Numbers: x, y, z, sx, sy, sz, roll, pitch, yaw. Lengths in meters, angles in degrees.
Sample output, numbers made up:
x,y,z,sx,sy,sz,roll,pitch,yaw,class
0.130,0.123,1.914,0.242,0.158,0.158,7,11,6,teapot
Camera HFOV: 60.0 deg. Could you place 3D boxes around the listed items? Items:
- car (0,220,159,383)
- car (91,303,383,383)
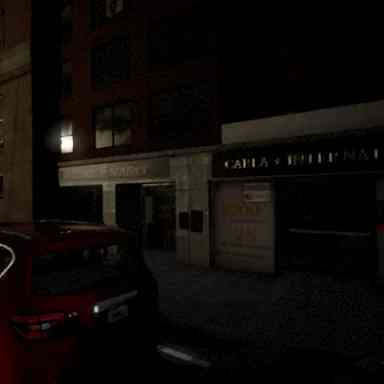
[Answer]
x,y,z,sx,sy,sz,roll,pitch,yaw,class
-2.700,1.336,4.783,5.009,1.841,2.192,0,-1,35,car
1.764,1.548,1.599,4.403,1.369,2.008,0,-1,35,car
